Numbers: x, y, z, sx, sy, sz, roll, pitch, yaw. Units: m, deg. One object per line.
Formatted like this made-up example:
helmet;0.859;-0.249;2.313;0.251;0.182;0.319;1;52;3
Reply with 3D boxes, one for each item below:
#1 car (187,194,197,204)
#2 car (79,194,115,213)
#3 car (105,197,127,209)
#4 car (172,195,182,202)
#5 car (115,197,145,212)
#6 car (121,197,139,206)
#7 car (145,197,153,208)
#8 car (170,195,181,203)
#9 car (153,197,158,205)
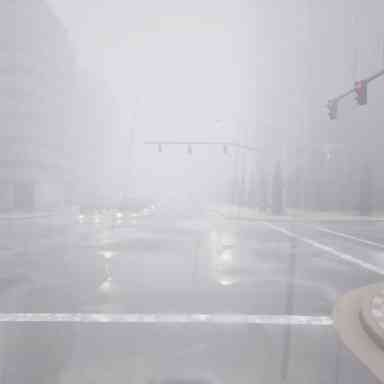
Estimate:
car;0.049;1.547;66.074;2.033;1.411;5.357;0;0;0
car;-10.572;1.221;36.703;2.150;2.045;5.566;0;0;0
car;-10.563;1.478;46.405;1.882;1.535;5.008;0;0;0
car;-3.443;1.494;75.974;2.128;1.511;4.902;0;0;0
car;-7.072;1.352;38.049;2.097;1.767;4.553;0;0;0
car;-10.541;1.547;56.738;2.033;1.411;5.357;0;0;0
car;-7.060;1.526;47.033;1.812;1.442;4.674;0;0;-1
car;-3.450;1.505;66.646;1.837;1.490;4.892;0;0;0
car;-7.041;1.564;56.913;1.994;1.385;4.181;0;0;0
